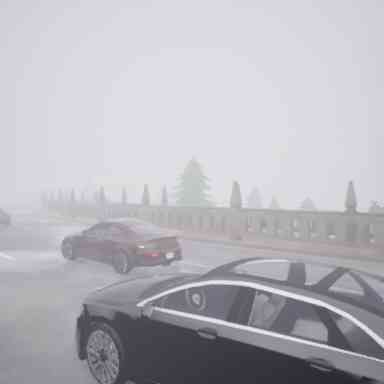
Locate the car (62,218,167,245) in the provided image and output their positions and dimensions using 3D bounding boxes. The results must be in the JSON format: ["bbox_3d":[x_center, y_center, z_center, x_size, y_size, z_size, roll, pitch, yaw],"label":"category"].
[{"bbox_3d":[-2.348,1.577,10.649,4.674,1.442,1.812,0,0,41],"label":"car"}]

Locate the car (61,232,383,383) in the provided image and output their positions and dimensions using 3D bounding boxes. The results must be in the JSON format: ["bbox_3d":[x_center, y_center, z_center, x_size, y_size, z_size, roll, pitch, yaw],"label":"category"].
[{"bbox_3d":[0.693,1.511,3.669,4.902,1.511,2.128,0,0,37],"label":"car"}]

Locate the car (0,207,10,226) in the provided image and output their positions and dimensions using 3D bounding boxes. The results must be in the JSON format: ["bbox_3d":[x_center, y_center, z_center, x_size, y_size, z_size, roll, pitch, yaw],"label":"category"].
[{"bbox_3d":[-14.197,1.667,23.467,1.994,1.385,4.181,0,0,-38],"label":"car"}]
